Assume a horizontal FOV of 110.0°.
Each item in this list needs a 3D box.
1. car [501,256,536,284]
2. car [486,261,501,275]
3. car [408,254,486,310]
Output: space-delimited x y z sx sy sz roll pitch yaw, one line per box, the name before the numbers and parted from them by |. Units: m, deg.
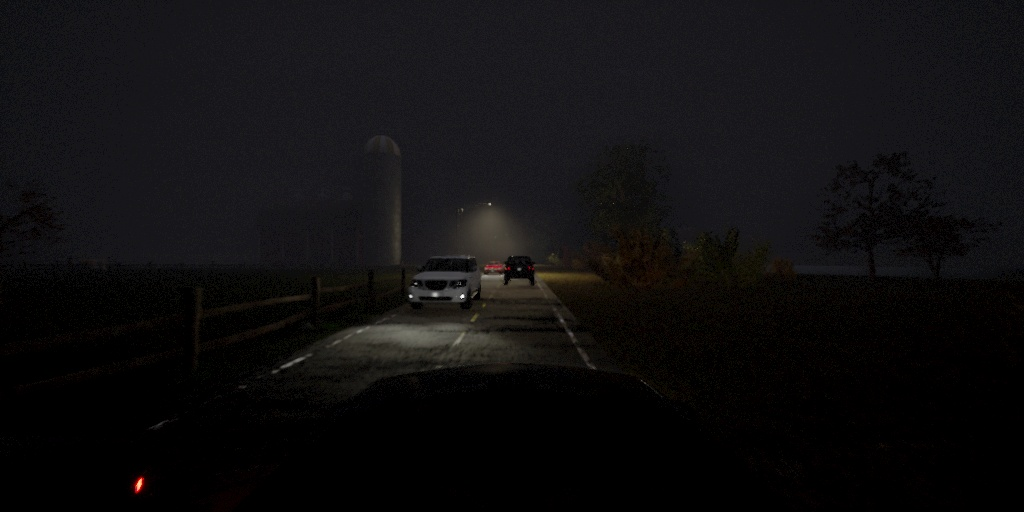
car | 0.575 0.980 26.869 2.150 2.045 5.566 0 0 2
car | -1.944 1.295 39.139 1.812 1.442 4.674 0 0 2
car | -2.571 0.957 15.094 2.150 2.045 5.566 0 0 2
